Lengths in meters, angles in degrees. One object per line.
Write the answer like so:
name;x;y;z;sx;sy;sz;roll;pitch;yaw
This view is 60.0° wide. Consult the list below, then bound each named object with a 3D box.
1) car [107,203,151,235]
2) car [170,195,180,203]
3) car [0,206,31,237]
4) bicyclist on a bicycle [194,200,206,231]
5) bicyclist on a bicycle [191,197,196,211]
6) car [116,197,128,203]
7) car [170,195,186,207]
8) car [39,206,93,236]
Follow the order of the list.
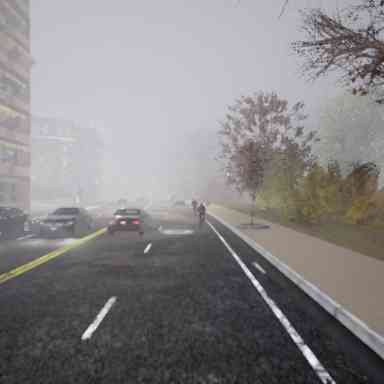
car;-3.430;1.547;18.782;2.033;1.411;5.357;0;0;-2
car;-3.817;1.443;72.148;1.882;1.535;5.008;0;0;-6
car;-10.086;1.514;17.117;1.837;1.490;4.892;0;1;-1
bicyclist on a bicycle;0.582;1.445;19.755;0.582;1.620;1.656;0;0;-2
bicyclist on a bicycle;0.219;1.359;29.691;0.659;1.776;1.843;0;0;-2
car;-12.367;1.512;59.157;1.895;1.301;4.718;0;0;-8
car;-1.984;1.526;52.300;2.033;1.411;5.357;0;0;-4
car;-6.881;1.532;18.687;1.812;1.442;4.674;0;0;-2
